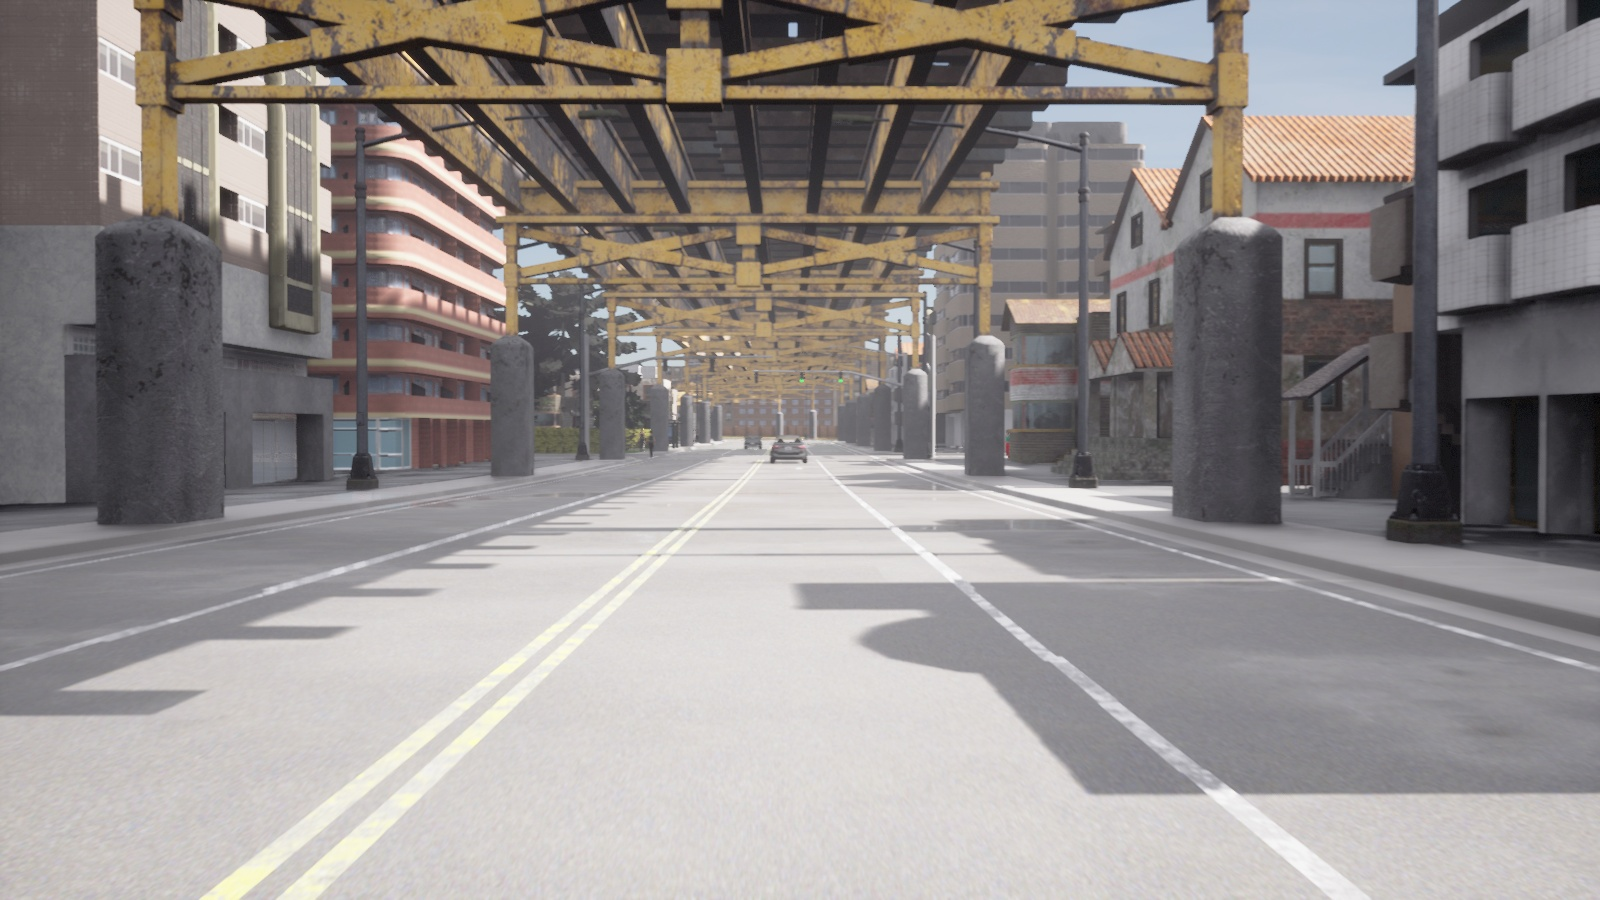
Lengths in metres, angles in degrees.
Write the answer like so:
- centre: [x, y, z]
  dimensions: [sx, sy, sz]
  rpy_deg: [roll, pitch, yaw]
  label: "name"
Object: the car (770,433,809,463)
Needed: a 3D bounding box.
- centre: [-0.615, -0.148, 74.205]
  dimensions: [2.242, 1.667, 4.611]
  rpy_deg: [0, 1, 0]
  label: "car"
